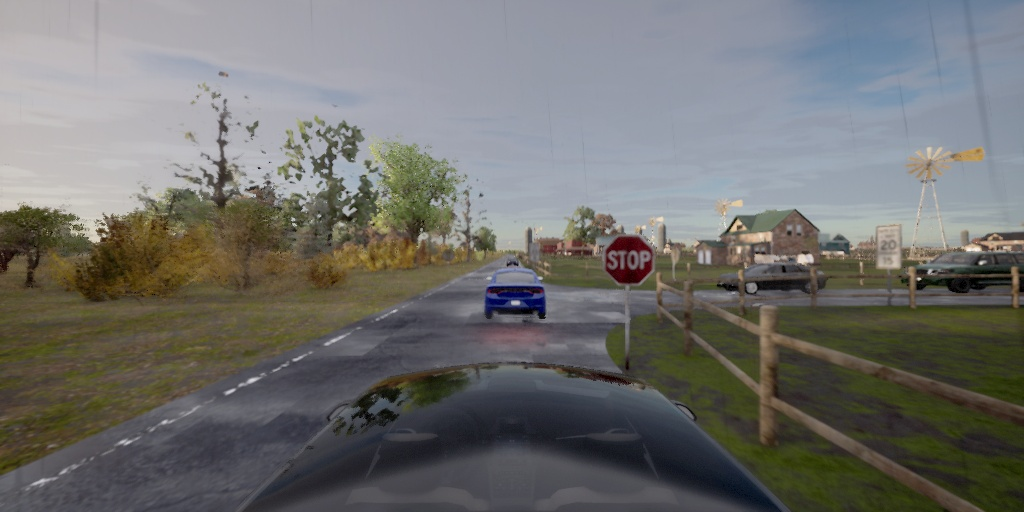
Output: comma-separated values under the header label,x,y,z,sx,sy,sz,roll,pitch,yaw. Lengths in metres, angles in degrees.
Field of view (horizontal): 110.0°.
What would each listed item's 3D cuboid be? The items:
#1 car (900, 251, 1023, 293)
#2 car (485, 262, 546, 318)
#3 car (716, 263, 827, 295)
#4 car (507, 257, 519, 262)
label,x,y,z,sx,sy,sz,roll,pitch,yaw
car,23.382,0.794,18.311,5.566,2.045,2.150,0,0,-1
car,0.101,1.172,12.801,1.882,1.535,5.008,0,1,0
car,13.014,1.123,18.173,4.892,1.490,1.837,0,0,1
car,0.111,1.019,58.022,1.895,1.301,4.718,0,0,0
